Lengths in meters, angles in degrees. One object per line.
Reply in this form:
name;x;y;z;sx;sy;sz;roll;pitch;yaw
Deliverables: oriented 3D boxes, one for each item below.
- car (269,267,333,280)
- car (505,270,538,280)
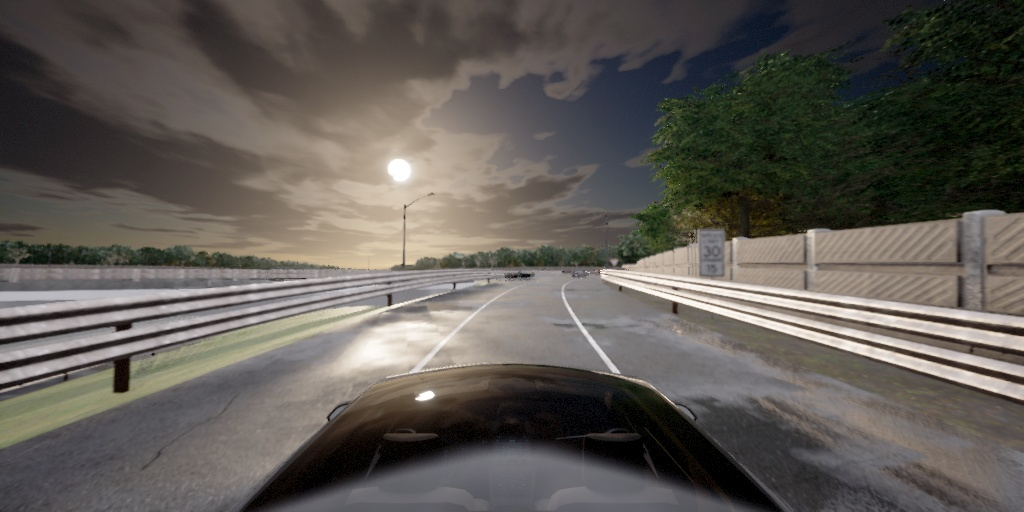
car;-18.434;1.714;31.586;4.892;1.490;1.837;2;-2;-37
car;1.144;2.642;50.089;1.895;1.301;4.718;-2;-3;39
